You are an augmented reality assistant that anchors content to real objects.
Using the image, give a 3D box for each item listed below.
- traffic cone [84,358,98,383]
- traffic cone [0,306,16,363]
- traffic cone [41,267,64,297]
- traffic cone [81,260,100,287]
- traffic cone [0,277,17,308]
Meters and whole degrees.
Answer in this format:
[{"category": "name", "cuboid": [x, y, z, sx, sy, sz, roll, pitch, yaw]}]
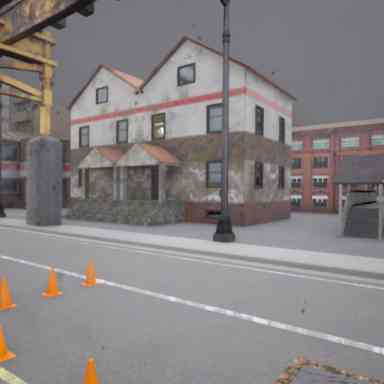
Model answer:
[{"category": "traffic cone", "cuboid": [-1.005, 1.952, 3.300, 0.340, 0.580, 0.340, 0, 0, 36]}, {"category": "traffic cone", "cuboid": [-2.620, 1.948, 4.480, 0.340, 0.580, 0.340, 0, 0, 36]}, {"category": "traffic cone", "cuboid": [-3.055, 1.943, 7.275, 0.340, 0.580, 0.340, 0, 0, 36]}, {"category": "traffic cone", "cuboid": [-2.465, 1.943, 8.082, 0.340, 0.580, 0.340, 0, 0, 36]}, {"category": "traffic cone", "cuboid": [-3.645, 1.943, 6.467, 0.340, 0.580, 0.340, 0, 0, 36]}]
